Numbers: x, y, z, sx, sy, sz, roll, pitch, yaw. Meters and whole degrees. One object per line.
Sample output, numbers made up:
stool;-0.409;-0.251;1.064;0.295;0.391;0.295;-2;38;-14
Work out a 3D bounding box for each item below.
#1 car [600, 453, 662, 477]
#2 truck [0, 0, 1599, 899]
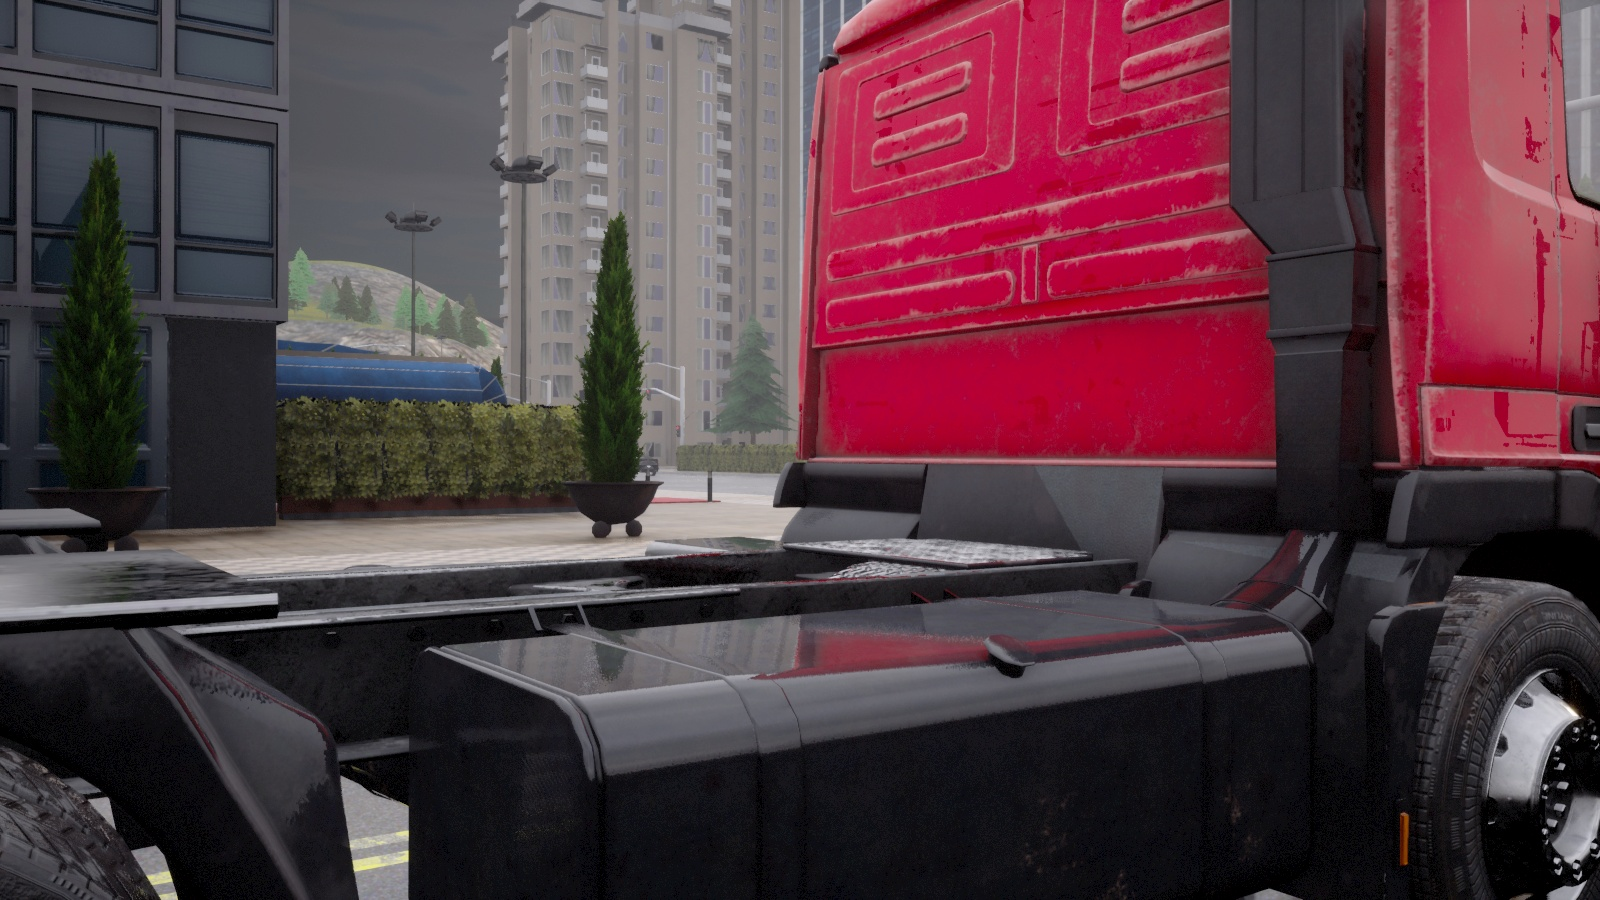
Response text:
car;-10.939;0.944;81.072;1.882;1.535;5.008;0;0;-35
truck;-0.663;-0.228;3.201;7.936;3.462;2.891;0;0;-35
